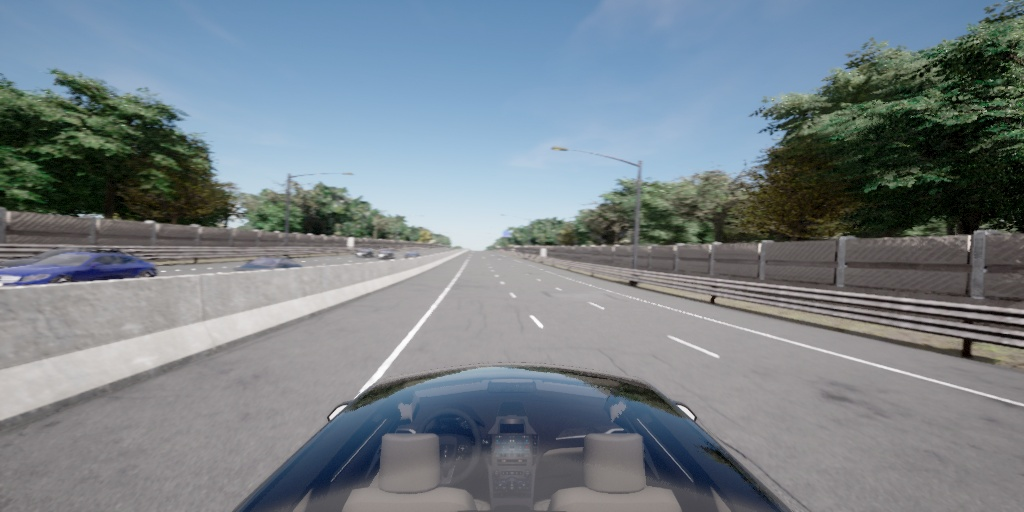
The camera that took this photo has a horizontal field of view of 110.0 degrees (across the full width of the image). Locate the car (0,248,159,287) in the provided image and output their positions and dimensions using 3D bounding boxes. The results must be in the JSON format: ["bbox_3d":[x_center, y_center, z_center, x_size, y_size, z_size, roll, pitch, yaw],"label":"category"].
[{"bbox_3d":[-15.236,0.565,12.785,1.812,1.442,4.674,3,0,-6],"label":"car"}]

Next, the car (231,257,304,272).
[{"bbox_3d":[-12.270,0.745,18.300,1.994,1.385,4.181,3,0,-6],"label":"car"}]

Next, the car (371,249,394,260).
[{"bbox_3d":[-19.449,-0.280,55.209,2.128,1.511,4.902,3,1,-5],"label":"car"}]

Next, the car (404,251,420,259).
[{"bbox_3d":[-16.273,-0.134,58.683,2.033,1.411,5.357,3,1,-5],"label":"car"}]

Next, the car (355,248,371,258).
[{"bbox_3d":[-23.067,-0.491,56.227,2.128,1.511,4.902,3,1,-5],"label":"car"}]
